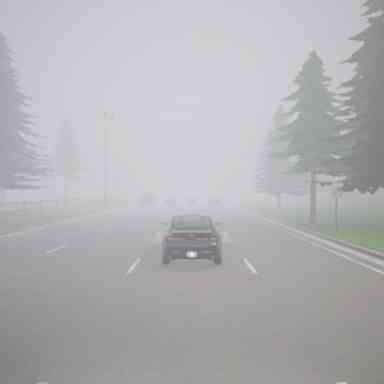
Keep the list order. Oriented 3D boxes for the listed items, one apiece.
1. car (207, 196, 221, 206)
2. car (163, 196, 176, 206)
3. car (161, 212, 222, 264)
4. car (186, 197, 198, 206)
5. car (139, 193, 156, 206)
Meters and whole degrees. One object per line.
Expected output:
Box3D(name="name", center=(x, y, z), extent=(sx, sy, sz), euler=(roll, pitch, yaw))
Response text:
Box3D(name="car", center=(3.494, 1.394, 53.093), extent=(1.837, 1.490, 4.892), euler=(0, 0, 0))
Box3D(name="car", center=(-3.506, 1.414, 53.092), extent=(1.812, 1.442, 4.674), euler=(0, 0, 0))
Box3D(name="car", center=(-0.005, 1.481, 11.646), extent=(1.837, 1.490, 4.892), euler=(0, 0, 0))
Box3D(name="car", center=(-0.006, 1.436, 53.093), extent=(2.033, 1.411, 5.357), euler=(0, 0, 0))
Box3D(name="car", center=(-7.006, 1.110, 53.121), extent=(2.150, 2.045, 5.566), euler=(0, 0, 0))
